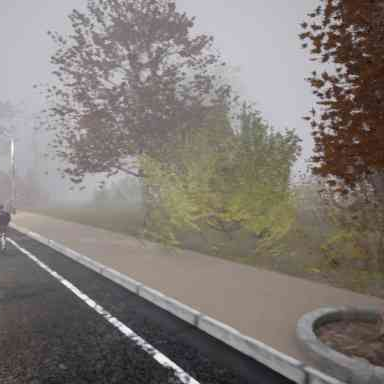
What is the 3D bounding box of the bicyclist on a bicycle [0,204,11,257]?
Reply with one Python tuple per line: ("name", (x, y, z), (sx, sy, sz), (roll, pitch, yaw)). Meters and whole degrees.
("bicyclist on a bicycle", (-6.635, 1.295, 11.560), (0.659, 1.776, 1.843), (-1, 1, -37))
